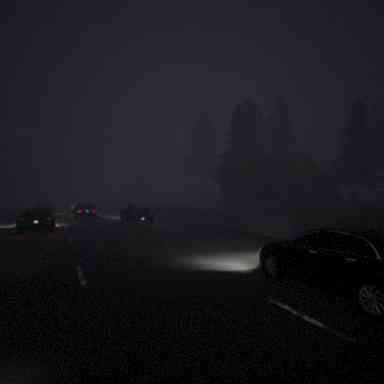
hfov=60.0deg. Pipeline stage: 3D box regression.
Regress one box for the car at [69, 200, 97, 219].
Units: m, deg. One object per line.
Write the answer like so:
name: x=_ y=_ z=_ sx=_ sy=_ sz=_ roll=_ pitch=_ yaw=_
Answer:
car: x=-9.856 y=1.704 z=30.560 sx=2.033 sy=1.411 sz=5.357 roll=0 pitch=-1 yaw=-22

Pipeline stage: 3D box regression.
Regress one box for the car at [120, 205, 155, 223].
car: x=-4.481 y=1.701 z=26.684 sx=1.895 sy=1.301 sz=4.718 roll=0 pitch=0 yaw=-22

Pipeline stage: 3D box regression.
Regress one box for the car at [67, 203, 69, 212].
car: x=-14.684 y=1.805 z=42.333 sx=1.812 sy=1.442 sz=4.674 roll=0 pitch=-1 yaw=-22

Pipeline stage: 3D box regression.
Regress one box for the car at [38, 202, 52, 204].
car: x=-15.037 y=1.736 z=33.969 sx=1.812 sy=1.442 sz=4.674 roll=0 pitch=-1 yaw=-22

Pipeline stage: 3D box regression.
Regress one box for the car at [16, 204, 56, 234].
car: x=-9.336 y=1.635 z=20.076 sx=1.994 sy=1.385 sz=4.181 roll=0 pitch=0 yaw=-22

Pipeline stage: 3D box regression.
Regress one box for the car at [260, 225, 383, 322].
car: x=3.423 y=1.497 z=7.420 sx=1.837 sy=1.490 sz=4.892 roll=0 pitch=0 yaw=-22
